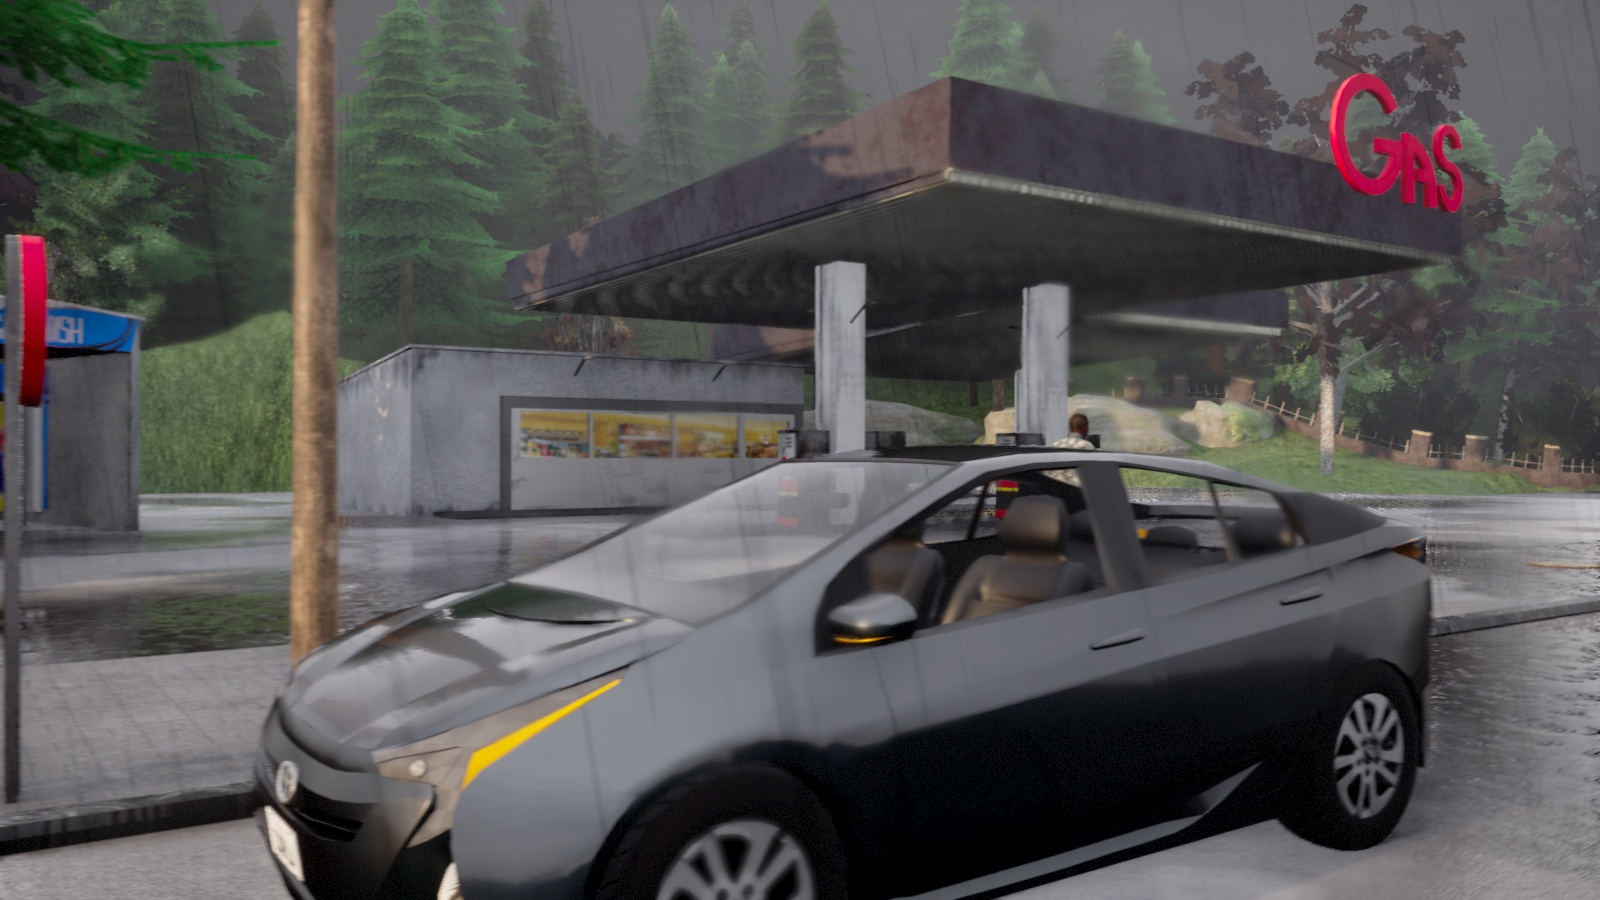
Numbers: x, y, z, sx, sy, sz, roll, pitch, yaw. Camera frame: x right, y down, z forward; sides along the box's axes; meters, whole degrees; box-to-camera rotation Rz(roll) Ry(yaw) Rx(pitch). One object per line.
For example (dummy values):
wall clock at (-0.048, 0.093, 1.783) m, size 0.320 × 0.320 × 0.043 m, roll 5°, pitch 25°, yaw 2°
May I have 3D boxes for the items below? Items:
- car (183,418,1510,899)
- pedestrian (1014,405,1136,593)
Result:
car at (0.416, 0.702, 4.561) m, size 4.514 × 1.525 × 2.007 m, roll 0°, pitch 0°, yaw -35°
pedestrian at (2.849, 0.481, 13.020) m, size 0.900 × 1.855 × 0.874 m, roll 0°, pitch 0°, yaw -41°
